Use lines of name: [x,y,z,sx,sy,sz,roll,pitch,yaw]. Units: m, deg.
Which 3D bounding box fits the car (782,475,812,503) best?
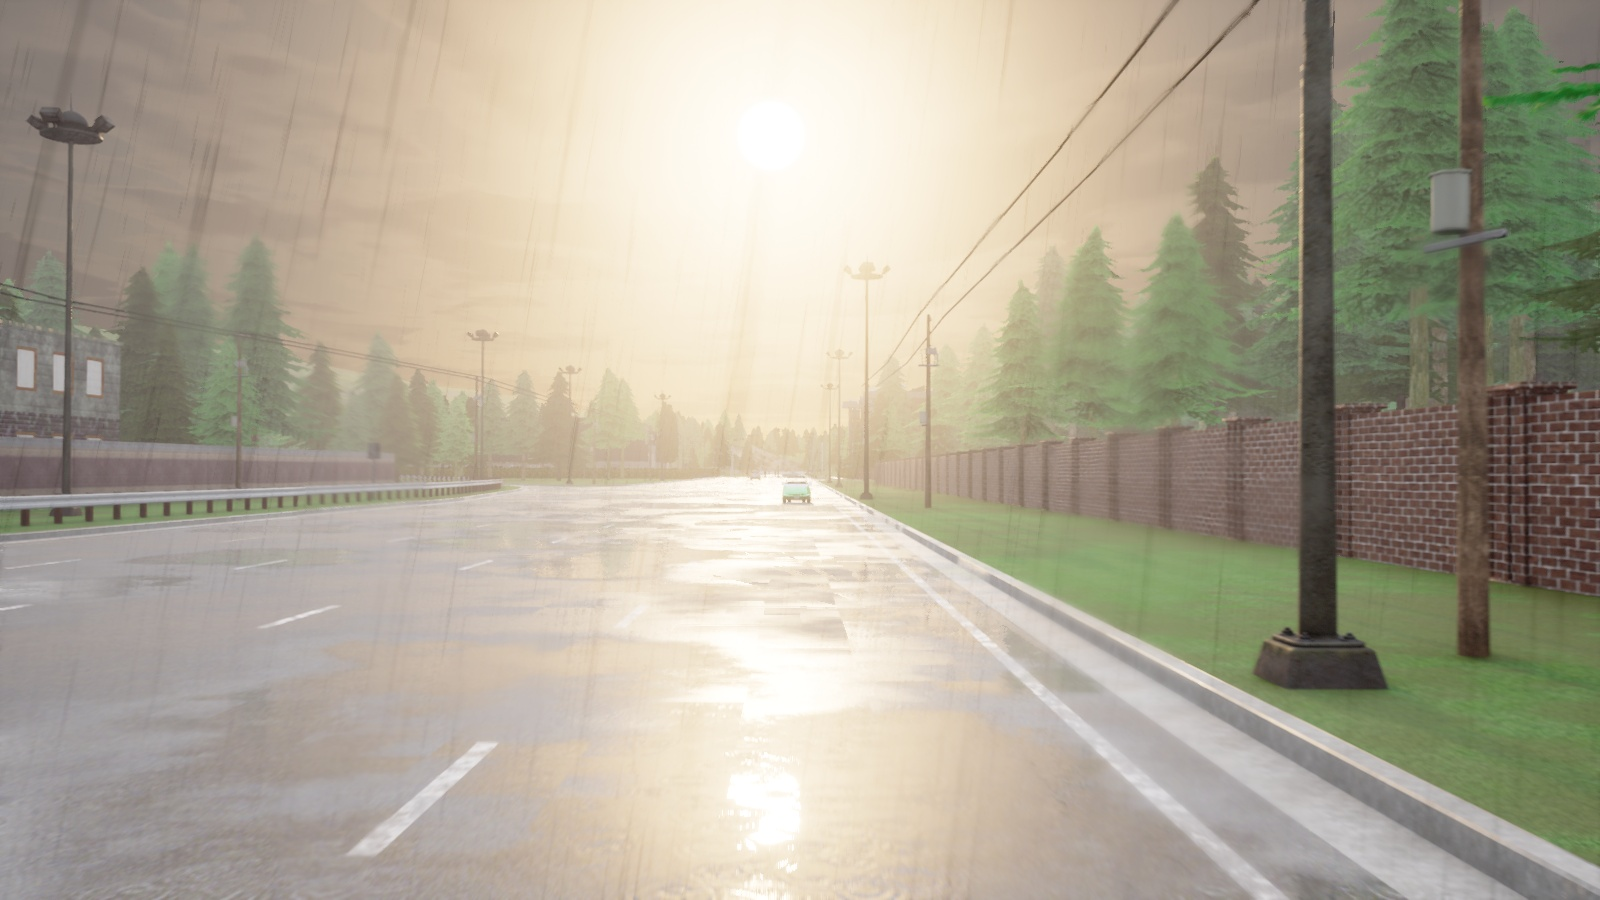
car: [-0.149,1.905,61.844,1.481,1.376,2.207,0,-1,0]
